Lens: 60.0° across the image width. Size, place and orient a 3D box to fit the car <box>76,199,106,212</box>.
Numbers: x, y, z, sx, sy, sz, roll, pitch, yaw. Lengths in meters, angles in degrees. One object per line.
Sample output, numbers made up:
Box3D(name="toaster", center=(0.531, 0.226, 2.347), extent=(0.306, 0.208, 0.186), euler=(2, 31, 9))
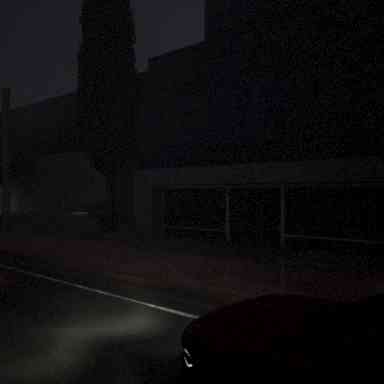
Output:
Box3D(name="car", center=(-10.703, 1.546, 38.551), extent=(2.033, 1.411, 5.357), euler=(0, 0, 36))

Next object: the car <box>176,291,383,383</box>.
Box3D(name="car", center=(2.151, 1.478, 2.460), extent=(5.008, 1.535, 1.882), euler=(0, 0, 35))
